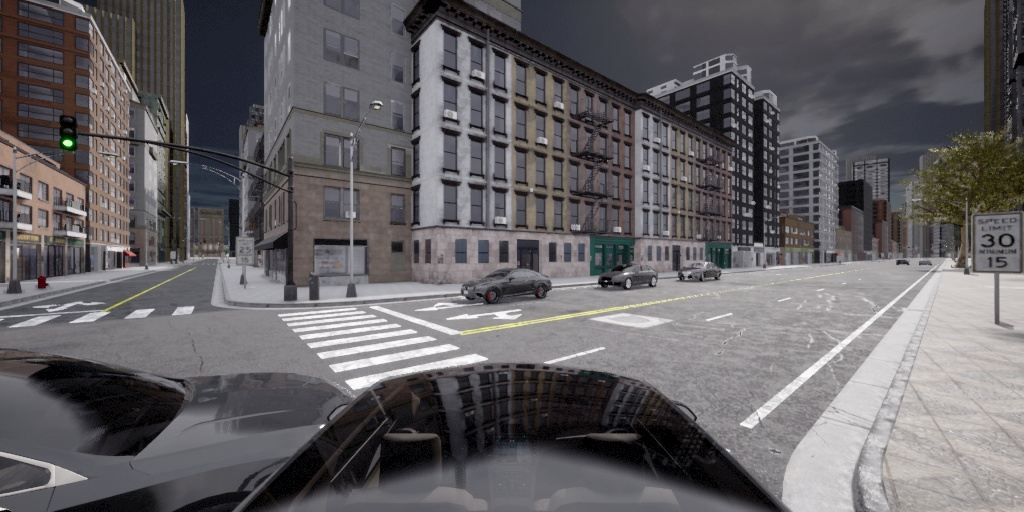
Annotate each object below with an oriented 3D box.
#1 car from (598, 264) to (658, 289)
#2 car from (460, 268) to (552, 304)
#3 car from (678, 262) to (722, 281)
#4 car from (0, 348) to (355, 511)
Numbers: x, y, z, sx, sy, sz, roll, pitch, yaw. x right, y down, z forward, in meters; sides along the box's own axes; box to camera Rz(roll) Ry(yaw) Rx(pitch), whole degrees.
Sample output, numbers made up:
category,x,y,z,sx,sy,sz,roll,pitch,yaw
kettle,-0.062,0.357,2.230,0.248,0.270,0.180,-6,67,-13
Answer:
category,x,y,z,sx,sy,sz,roll,pitch,yaw
car,7.497,1.257,22.953,4.892,1.490,1.837,0,0,-39
car,-0.152,1.286,16.676,4.674,1.442,1.812,0,0,-39
car,15.463,1.234,29.477,4.902,1.511,2.128,0,0,-39
car,-3.234,1.257,1.683,4.892,1.490,1.837,0,0,-35
